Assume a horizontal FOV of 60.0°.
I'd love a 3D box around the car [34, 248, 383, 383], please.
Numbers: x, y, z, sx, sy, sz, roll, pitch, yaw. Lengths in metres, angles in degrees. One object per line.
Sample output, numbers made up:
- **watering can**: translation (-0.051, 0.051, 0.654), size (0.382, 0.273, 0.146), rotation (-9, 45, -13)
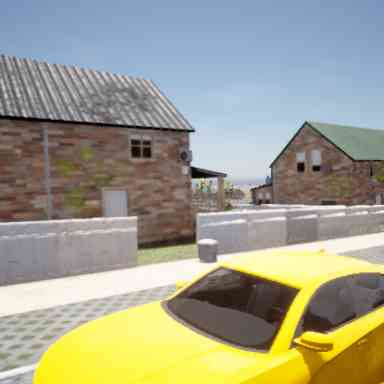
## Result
- **car**: translation (0.964, 1.476, 3.706), size (5.008, 1.535, 1.882), rotation (0, 0, -35)
